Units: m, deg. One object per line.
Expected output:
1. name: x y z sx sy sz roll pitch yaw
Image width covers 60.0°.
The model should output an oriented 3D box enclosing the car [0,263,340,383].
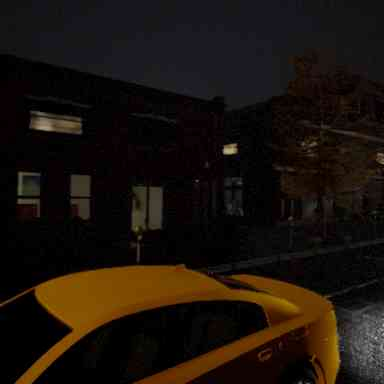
1. car: -0.794 1.478 2.810 5.008 1.535 1.882 0 0 -35
